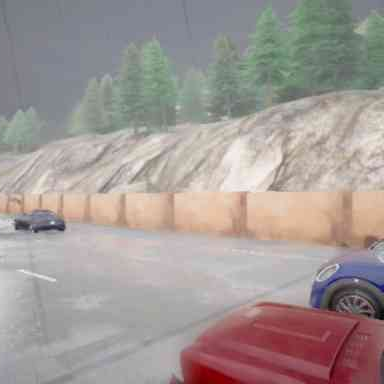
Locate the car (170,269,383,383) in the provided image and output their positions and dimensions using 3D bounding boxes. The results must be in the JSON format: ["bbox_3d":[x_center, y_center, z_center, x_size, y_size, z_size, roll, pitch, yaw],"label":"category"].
[{"bbox_3d":[2.140,1.614,2.490,4.718,1.301,1.895,-1,-1,35],"label":"car"}]

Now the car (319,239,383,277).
[{"bbox_3d":[4.315,1.380,5.289,4.553,1.767,2.097,-1,-1,35],"label":"car"}]

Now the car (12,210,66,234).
[{"bbox_3d":[-9.811,1.821,21.221,4.181,1.385,1.994,-1,-1,42],"label":"car"}]

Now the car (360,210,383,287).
[{"bbox_3d":[6.685,1.392,7.893,4.553,1.767,2.097,-1,-1,35],"label":"car"}]
